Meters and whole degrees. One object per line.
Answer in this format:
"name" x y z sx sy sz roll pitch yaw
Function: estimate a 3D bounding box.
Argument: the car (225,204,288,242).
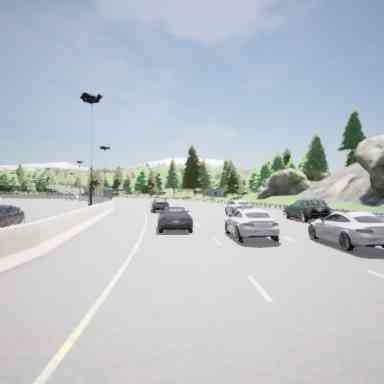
"car" 2.811 1.511 16.135 1.812 1.442 4.674 0 0 -5

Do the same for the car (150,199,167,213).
"car" -3.638 1.478 37.434 2.128 1.511 4.902 0 0 -10

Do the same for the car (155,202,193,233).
"car" -1.059 1.555 19.845 1.994 1.385 4.181 0 0 -6

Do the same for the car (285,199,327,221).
"car" 8.824 1.320 25.755 2.097 1.767 4.553 0 0 -7

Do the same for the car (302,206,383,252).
"car" 6.500 1.505 13.736 1.812 1.442 4.674 0 0 -4

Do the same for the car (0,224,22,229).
"car" -11.646 1.529 20.019 1.837 1.490 4.892 0 0 -6

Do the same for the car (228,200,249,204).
"car" 4.456 1.499 31.731 1.812 1.442 4.674 0 0 -9
